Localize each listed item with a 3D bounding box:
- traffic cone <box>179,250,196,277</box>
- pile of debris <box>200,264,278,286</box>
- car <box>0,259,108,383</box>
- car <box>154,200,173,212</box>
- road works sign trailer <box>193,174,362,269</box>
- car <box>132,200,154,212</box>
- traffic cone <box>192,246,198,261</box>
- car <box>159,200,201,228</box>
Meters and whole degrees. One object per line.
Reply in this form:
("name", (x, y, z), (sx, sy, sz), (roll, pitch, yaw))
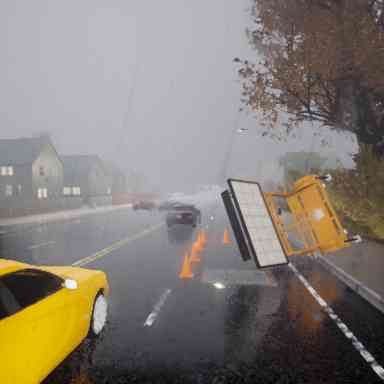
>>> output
("traffic cone", (-0.150, 1.949, 8.901), (0.340, 0.580, 0.340), (0, 0, 6))
("pile of debris", (1.208, 2.158, 8.765), (1.860, 0.140, 1.500), (0, 0, 6))
("car", (-2.509, 1.475, 3.613), (1.882, 1.535, 5.008), (0, 0, 6))
("car", (-2.405, 1.561, 36.247), (1.895, 1.301, 4.718), (0, 0, 6))
("road works sign trailer", (2.329, 0.943, 9.522), (3.560, 2.380, 2.880), (5, -30, -43))
("car", (-5.425, 1.558, 38.521), (1.895, 1.301, 4.718), (0, 0, 6))
("traffic cone", (0.068, 1.947, 10.889), (0.340, 0.580, 0.340), (0, 0, 6))
("car", (-0.477, 1.528, 22.162), (2.033, 1.411, 5.357), (0, 0, 6))
